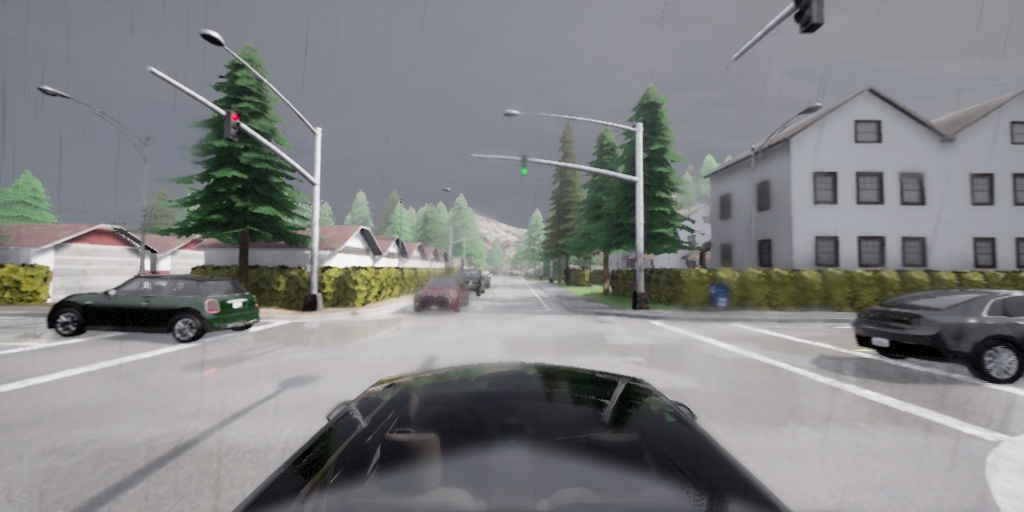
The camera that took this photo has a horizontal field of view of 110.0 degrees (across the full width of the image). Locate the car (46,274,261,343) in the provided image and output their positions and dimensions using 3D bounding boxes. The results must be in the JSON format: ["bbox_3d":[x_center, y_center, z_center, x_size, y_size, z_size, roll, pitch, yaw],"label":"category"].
[{"bbox_3d":[-9.849,1.290,10.120,4.553,1.767,2.097,3,-2,0],"label":"car"}]

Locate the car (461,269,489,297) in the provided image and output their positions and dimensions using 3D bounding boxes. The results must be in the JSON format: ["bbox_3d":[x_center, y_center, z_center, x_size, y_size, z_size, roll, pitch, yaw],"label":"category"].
[{"bbox_3d":[-3.313,2.017,28.160,2.150,2.045,5.566,0,-2,0],"label":"car"}]

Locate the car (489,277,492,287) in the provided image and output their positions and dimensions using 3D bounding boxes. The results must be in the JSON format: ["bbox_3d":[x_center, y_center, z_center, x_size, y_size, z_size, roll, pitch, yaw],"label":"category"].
[{"bbox_3d":[-3.250,2.686,38.372,1.837,1.490,4.892,0,-2,0],"label":"car"}]

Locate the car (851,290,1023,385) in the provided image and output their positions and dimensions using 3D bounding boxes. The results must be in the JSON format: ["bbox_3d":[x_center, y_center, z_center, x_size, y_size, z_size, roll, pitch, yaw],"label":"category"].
[{"bbox_3d":[9.335,1.390,6.705,4.892,1.490,1.837,0,-4,1],"label":"car"}]

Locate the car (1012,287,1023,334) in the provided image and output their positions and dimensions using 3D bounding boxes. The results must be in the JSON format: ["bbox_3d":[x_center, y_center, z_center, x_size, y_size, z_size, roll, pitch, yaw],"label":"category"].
[{"bbox_3d":[17.498,1.635,10.021,4.181,1.385,1.994,0,-2,0],"label":"car"}]

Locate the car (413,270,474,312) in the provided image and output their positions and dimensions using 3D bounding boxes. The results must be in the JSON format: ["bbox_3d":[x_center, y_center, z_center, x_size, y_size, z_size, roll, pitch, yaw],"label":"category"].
[{"bbox_3d":[-3.379,1.761,17.924,2.097,1.767,4.553,0,-2,0],"label":"car"}]
